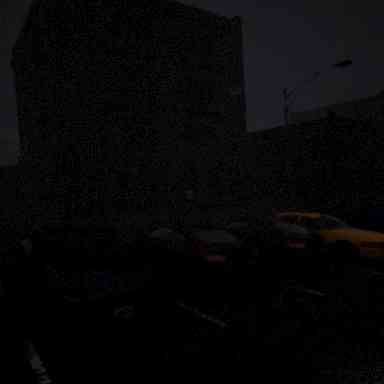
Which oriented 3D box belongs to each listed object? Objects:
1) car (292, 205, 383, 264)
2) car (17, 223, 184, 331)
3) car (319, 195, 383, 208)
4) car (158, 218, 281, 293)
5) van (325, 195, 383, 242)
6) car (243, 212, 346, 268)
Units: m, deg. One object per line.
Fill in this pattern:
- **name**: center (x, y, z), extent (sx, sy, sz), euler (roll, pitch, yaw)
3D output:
- **car**: center (4.444, 1.406, 11.935), extent (1.946, 1.575, 5.366), euler (0, 0, -35)
- **car**: center (-2.467, 1.496, 7.207), extent (2.163, 1.488, 4.792), euler (0, 0, -35)
- **car**: center (6.491, 1.139, 13.653), extent (2.435, 2.045, 5.566), euler (0, 0, -35)
- **car**: center (-0.210, 1.487, 8.845), extent (2.002, 1.452, 4.674), euler (0, 0, -35)
- **van**: center (8.713, 1.146, 15.344), extent (1.878, 1.987, 4.442), euler (0, 0, -35)
- **car**: center (1.963, 1.469, 10.393), extent (2.002, 1.452, 4.674), euler (0, 0, -35)
